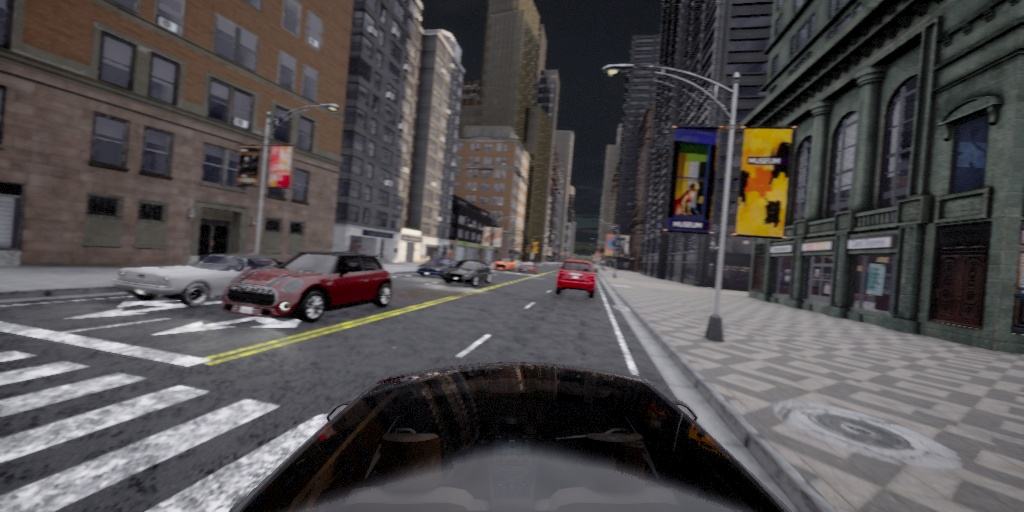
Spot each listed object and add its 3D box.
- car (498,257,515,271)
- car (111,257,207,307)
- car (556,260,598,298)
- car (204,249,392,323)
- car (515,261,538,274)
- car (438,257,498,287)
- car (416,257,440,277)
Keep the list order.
[{"bbox_3d":[-0.862,0.981,45.724,2.097,1.767,4.553,5,0,12],"label":"car"},{"bbox_3d":[-8.486,0.606,10.809,1.895,1.301,4.718,5,0,13],"label":"car"},{"bbox_3d":[4.011,1.296,22.064,2.150,2.045,5.566,5,0,12],"label":"car"},{"bbox_3d":[-5.302,0.631,10.054,2.097,1.767,4.553,5,0,12],"label":"car"},{"bbox_3d":[2.046,1.397,43.949,1.812,1.442,4.674,5,0,12],"label":"car"},{"bbox_3d":[-2.633,0.996,22.553,1.837,1.490,4.892,5,1,12],"label":"car"},{"bbox_3d":[-5.096,0.826,26.530,2.033,1.411,5.357,5,0,12],"label":"car"}]
